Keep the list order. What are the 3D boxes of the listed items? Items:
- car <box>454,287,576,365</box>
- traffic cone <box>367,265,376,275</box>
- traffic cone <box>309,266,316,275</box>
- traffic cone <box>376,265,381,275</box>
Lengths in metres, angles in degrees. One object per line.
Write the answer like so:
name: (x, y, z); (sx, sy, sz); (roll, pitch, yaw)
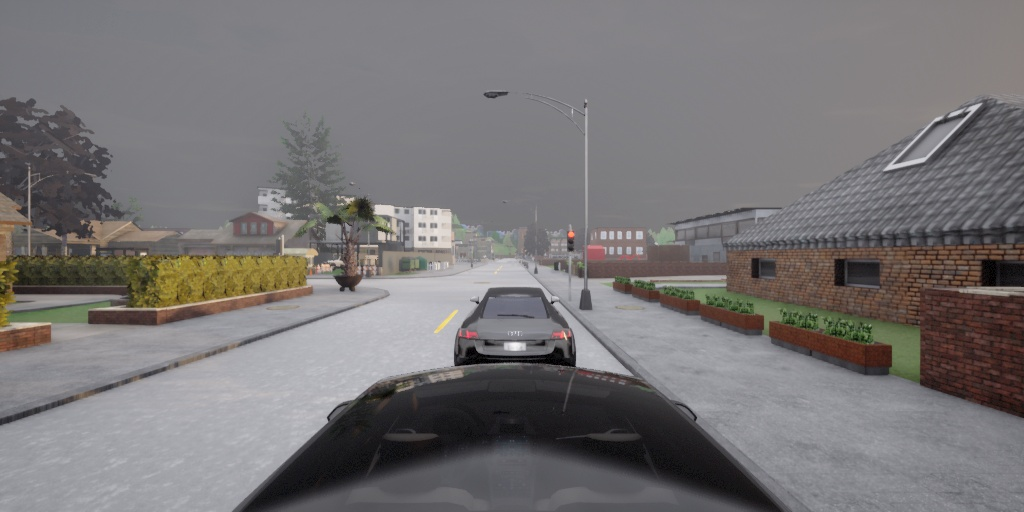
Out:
car: (0.059, 1.314, 7.333); (1.994, 1.385, 4.181); (0, 0, 0)
traffic cone: (-15.749, 1.561, 40.150); (0.344, 0.586, 0.344); (0, 0, 0)
traffic cone: (-19.796, 1.568, 35.267); (0.344, 0.586, 0.344); (0, 0, 0)
traffic cone: (-15.388, 1.557, 40.720); (0.344, 0.586, 0.344); (0, 0, 0)
